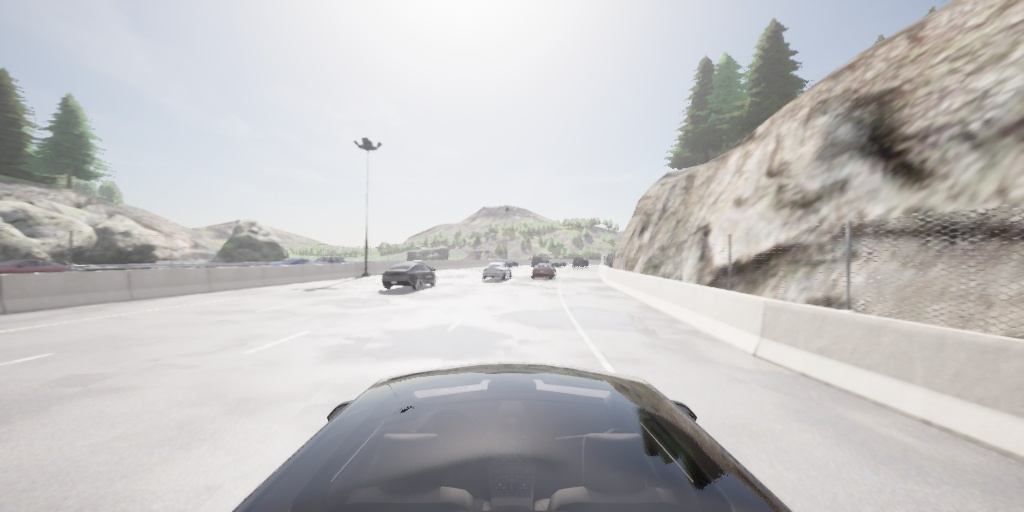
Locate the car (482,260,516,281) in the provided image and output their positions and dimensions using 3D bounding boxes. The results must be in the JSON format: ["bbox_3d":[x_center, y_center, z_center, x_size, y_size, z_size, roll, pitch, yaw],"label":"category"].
[{"bbox_3d":[-1.214,1.264,30.504,1.812,1.442,4.674,1,0,10],"label":"car"}]

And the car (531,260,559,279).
[{"bbox_3d":[3.086,1.370,34.113,1.994,1.385,4.181,1,0,11],"label":"car"}]

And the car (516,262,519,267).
[{"bbox_3d":[-0.283,1.361,62.775,1.895,1.301,4.718,1,0,21],"label":"car"}]

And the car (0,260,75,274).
[{"bbox_3d":[-27.258,0.891,19.803,1.994,1.385,4.181,1,0,5],"label":"car"}]

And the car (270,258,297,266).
[{"bbox_3d":[-21.620,0.897,35.746,1.882,1.535,5.008,1,0,10],"label":"car"}]

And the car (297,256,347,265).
[{"bbox_3d":[-18.172,0.824,35.134,2.097,1.767,4.553,1,0,10],"label":"car"}]

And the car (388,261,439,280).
[{"bbox_3d":[-8.480,1.172,31.391,2.033,1.411,5.357,1,0,12],"label":"car"}]

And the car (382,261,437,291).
[{"bbox_3d":[-5.952,1.166,21.329,1.837,1.490,4.892,0,0,7],"label":"car"}]
